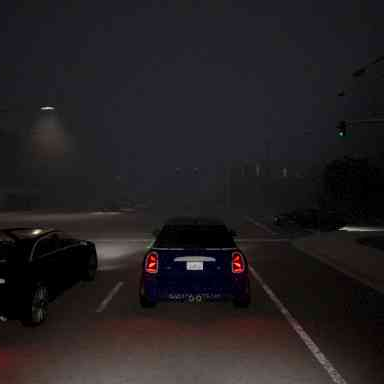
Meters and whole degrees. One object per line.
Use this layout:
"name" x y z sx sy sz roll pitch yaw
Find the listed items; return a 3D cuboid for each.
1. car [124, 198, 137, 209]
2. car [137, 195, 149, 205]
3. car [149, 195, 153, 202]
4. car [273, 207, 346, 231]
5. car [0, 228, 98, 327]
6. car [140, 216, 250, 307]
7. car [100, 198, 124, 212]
"car" -10.680 1.745 53.821 2.097 1.767 4.553 0 0 0
"car" -10.617 1.746 68.459 1.882 1.535 5.008 0 1 0
"car" -10.633 1.478 80.291 2.097 1.767 4.553 0 1 0
"car" 7.237 1.643 20.692 4.181 1.385 1.994 0 -1 0
"car" -3.446 1.503 7.015 2.128 1.511 4.902 0 0 0
"car" 0.060 1.364 8.155 2.097 1.767 4.553 0 0 0
"car" -10.669 1.857 43.910 1.812 1.442 4.674 0 0 0
